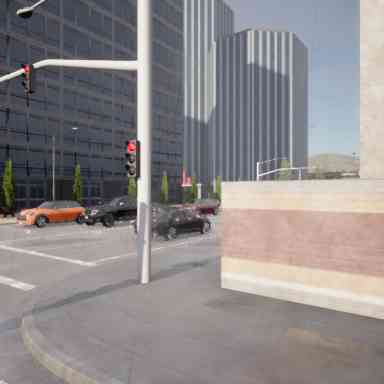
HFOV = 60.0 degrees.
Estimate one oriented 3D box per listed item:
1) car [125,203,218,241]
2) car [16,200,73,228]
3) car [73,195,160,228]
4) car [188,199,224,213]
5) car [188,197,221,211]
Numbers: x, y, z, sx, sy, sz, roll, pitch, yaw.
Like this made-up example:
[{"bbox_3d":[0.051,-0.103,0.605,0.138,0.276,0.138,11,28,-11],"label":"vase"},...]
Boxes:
[{"bbox_3d":[-0.855,1.560,17.112,1.837,1.490,4.892,0,0,36],"label":"car"},{"bbox_3d":[-9.688,1.407,23.155,2.097,1.767,4.553,0,0,36],"label":"car"},{"bbox_3d":[-5.132,1.277,23.502,2.150,2.045,5.566,0,0,36],"label":"car"},{"bbox_3d":[1.760,1.560,39.082,1.837,1.490,4.892,0,0,36],"label":"car"},{"bbox_3d":[0.595,1.407,31.473,2.097,1.767,4.553,0,0,36],"label":"car"}]
